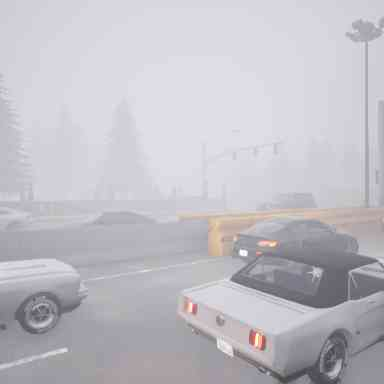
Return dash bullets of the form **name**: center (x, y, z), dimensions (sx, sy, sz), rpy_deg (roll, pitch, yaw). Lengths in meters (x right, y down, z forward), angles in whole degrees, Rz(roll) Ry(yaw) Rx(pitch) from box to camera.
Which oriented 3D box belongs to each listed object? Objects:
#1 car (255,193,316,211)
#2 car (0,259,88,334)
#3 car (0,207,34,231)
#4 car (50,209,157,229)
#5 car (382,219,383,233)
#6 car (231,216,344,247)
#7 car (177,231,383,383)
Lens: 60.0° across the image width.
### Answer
- **car**: center (7.511, 1.073, 26.319), dimensions (5.566, 2.045, 2.150), rpy_deg (0, 0, -35)
- **car**: center (-4.140, 1.601, 5.092), dimensions (4.718, 1.301, 1.895), rpy_deg (0, 0, -35)
- **car**: center (-10.970, 1.524, 17.639), dimensions (4.674, 1.442, 1.812), rpy_deg (0, 0, -36)
- **car**: center (-3.646, 1.498, 14.255), dimensions (4.674, 1.442, 1.812), rpy_deg (-1, 0, -35)
- **car**: center (10.661, 1.408, 15.598), dimensions (4.674, 1.442, 1.812), rpy_deg (-1, 0, -36)
- **car**: center (3.276, 1.474, 10.352), dimensions (4.674, 1.442, 1.812), rpy_deg (-1, 0, -35)
- **car**: center (2.212, 1.577, 5.310), dimensions (4.718, 1.301, 1.895), rpy_deg (-1, 0, -35)
